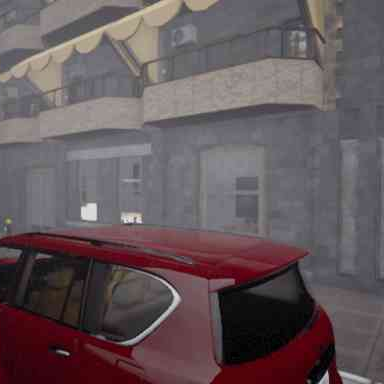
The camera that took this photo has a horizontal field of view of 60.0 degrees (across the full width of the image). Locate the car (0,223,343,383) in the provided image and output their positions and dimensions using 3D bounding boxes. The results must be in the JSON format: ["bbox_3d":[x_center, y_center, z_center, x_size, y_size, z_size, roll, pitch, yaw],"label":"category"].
[{"bbox_3d":[-1.105,1.268,3.524,5.009,1.841,2.192,1,0,36],"label":"car"}]
